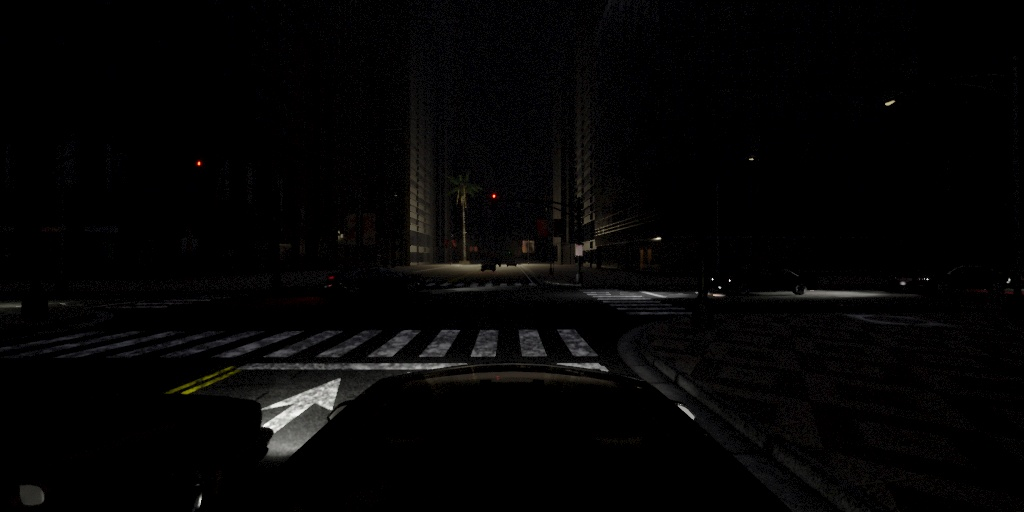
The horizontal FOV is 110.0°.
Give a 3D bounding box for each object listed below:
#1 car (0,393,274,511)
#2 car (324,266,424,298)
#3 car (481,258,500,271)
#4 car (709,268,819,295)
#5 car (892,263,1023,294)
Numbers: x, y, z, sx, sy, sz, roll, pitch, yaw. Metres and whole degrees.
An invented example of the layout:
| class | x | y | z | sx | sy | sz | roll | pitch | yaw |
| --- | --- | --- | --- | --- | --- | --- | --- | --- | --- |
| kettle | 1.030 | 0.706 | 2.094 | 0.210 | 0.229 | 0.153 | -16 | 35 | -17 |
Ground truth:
| class | x | y | z | sx | sy | sz | roll | pitch | yaw |
| --- | --- | --- | --- | --- | --- | --- | --- | --- | --- |
| car | -3.175 | 1.297 | 0.692 | 2.033 | 1.411 | 5.357 | 0 | 0 | 4 |
| car | -7.066 | 1.260 | 18.774 | 4.902 | 1.511 | 2.128 | 0 | 0 | -39 |
| car | -3.250 | 1.354 | 50.684 | 2.128 | 1.511 | 4.902 | 0 | 0 | 0 |
| car | 12.994 | 1.312 | 18.719 | 4.718 | 1.301 | 1.895 | 0 | 0 | -2 |
| car | 23.000 | 1.169 | 18.886 | 4.902 | 1.511 | 2.128 | 0 | 0 | -1 |
